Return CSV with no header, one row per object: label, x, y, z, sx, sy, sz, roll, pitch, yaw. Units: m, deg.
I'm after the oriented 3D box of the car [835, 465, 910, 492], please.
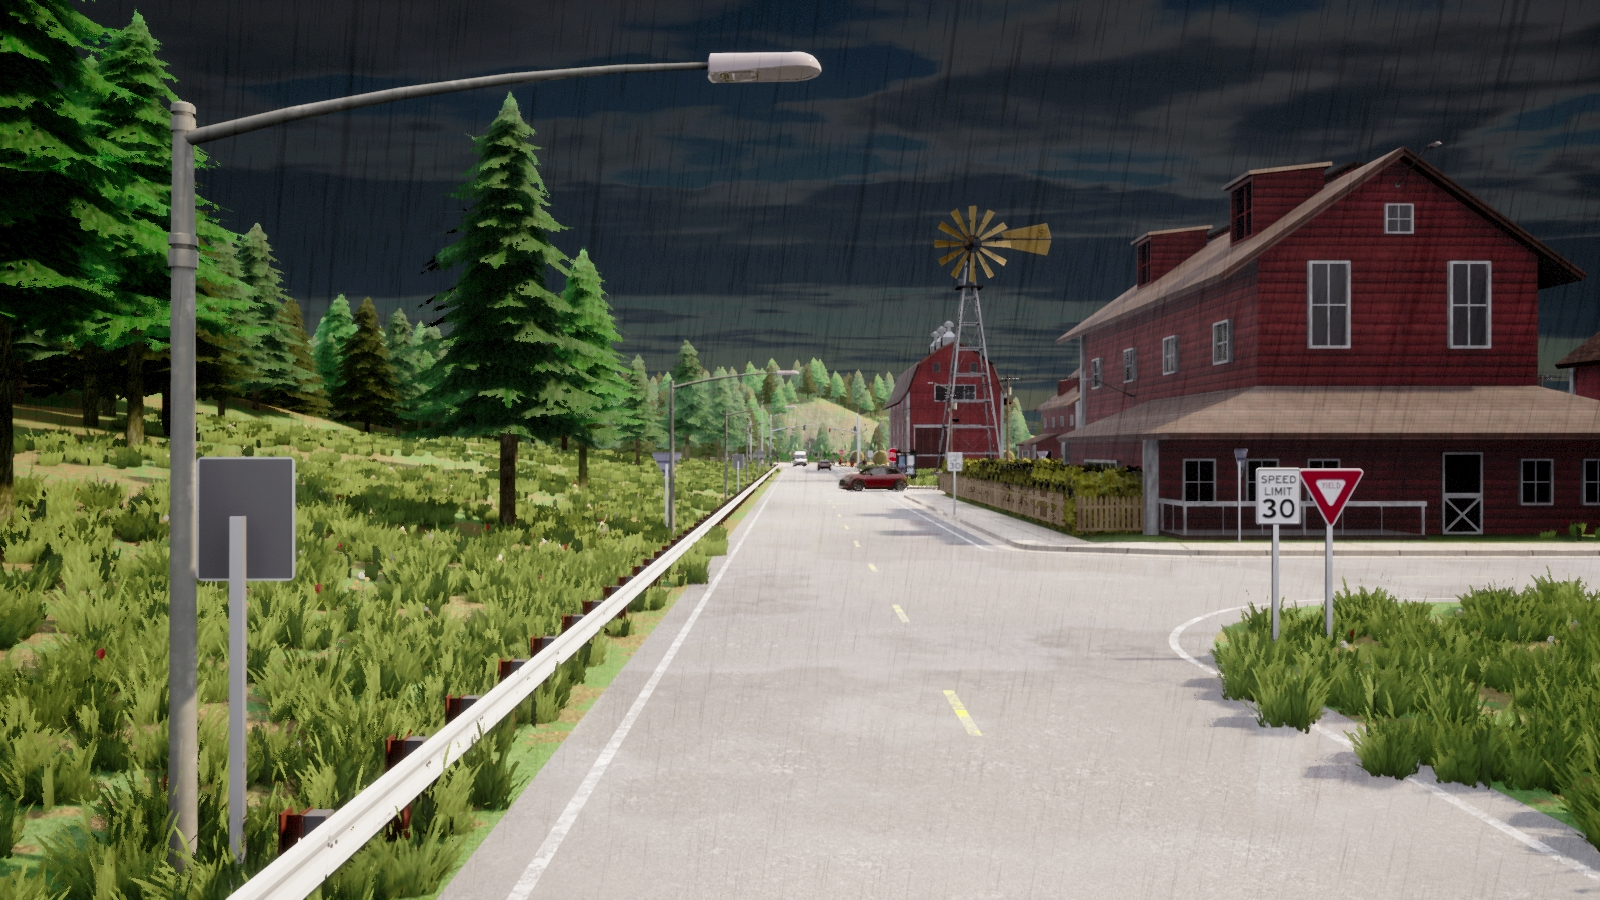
car,4.843,1.906,76.795,4.553,1.767,2.097,0,0,-18
